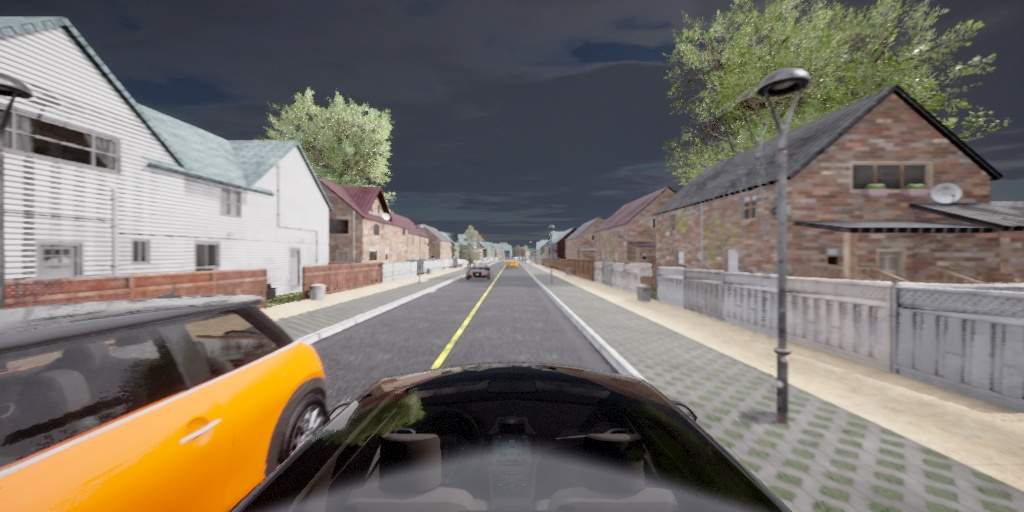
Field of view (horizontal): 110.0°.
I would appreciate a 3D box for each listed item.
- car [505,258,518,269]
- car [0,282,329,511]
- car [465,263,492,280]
[{"bbox_3d":[-0.016,1.208,57.350,1.882,1.535,5.008,0,0,0],"label":"car"},{"bbox_3d":[-2.841,1.102,1.593,2.097,1.767,4.553,0,0,0],"label":"car"},{"bbox_3d":[-2.766,1.307,30.699,1.994,1.385,4.181,0,0,0],"label":"car"}]
